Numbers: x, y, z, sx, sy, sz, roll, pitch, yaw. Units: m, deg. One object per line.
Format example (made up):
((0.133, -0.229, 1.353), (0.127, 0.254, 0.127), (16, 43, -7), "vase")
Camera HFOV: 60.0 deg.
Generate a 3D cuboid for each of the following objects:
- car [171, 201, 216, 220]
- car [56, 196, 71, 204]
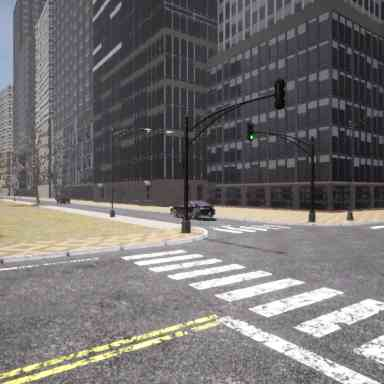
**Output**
((0.018, 1.493, 28.445), (2.128, 1.511, 4.902), (0, 0, -35), "car")
((-24.713, 1.512, 63.735), (1.837, 1.490, 4.892), (0, 0, -35), "car")
